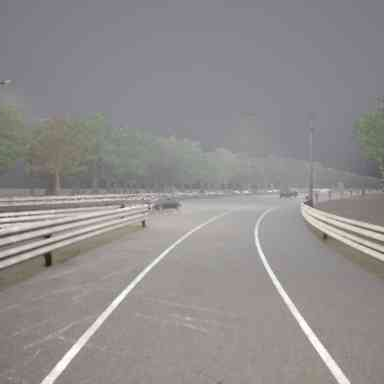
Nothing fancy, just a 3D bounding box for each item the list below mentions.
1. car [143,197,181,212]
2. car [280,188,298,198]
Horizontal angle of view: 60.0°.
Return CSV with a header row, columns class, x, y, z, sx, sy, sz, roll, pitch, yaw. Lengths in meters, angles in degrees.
class,x,y,z,sx,sy,sz,roll,pitch,yaw
car,-2.946,1.185,33.020,1.812,1.442,4.674,1,2,34
car,19.077,0.157,65.419,2.150,2.045,5.566,1,2,34
